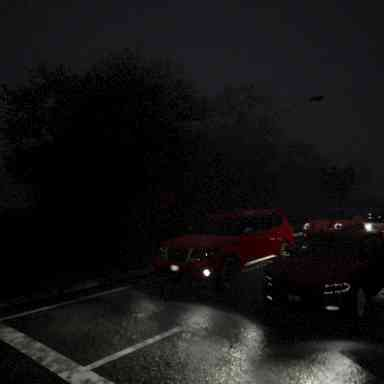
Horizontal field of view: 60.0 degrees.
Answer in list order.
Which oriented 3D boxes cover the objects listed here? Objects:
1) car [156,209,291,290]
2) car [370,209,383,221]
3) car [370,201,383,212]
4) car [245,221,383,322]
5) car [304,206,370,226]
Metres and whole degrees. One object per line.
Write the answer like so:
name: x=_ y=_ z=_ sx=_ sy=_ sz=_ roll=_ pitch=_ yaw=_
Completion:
car: x=1.361 y=1.651 z=10.881 sx=2.150 sy=2.045 sz=5.566 roll=-4 pitch=-3 yaw=42
car: x=10.143 y=1.623 z=15.468 sx=1.882 sy=1.535 sz=5.008 roll=-4 pitch=-2 yaw=42
car: x=15.853 y=1.508 z=27.131 sx=1.837 sy=1.490 sz=4.892 roll=-4 pitch=1 yaw=42
car: x=3.554 y=1.707 z=8.067 sx=1.882 sy=1.535 sz=5.008 roll=-4 pitch=-3 yaw=42
car: x=7.753 y=1.693 z=18.048 sx=2.097 sy=1.767 sz=4.553 roll=-4 pitch=-2 yaw=42
